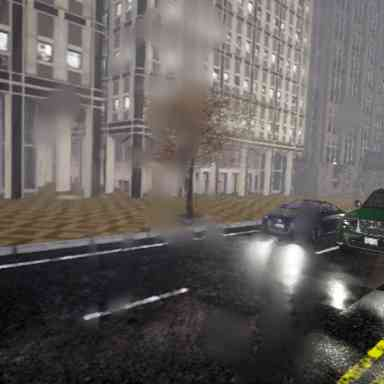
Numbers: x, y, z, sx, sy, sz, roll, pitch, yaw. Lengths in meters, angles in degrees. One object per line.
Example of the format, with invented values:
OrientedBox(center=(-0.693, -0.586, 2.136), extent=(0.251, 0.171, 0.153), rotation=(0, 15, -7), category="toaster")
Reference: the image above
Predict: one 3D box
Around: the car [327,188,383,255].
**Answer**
OrientedBox(center=(6.643, 0.916, 10.481), extent=(5.566, 2.045, 2.150), rotation=(0, 5, -44), category="car")

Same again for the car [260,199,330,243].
OrientedBox(center=(4.522, 0.994, 12.970), extent=(4.181, 1.385, 1.994), rotation=(0, 5, -44), category="car")
